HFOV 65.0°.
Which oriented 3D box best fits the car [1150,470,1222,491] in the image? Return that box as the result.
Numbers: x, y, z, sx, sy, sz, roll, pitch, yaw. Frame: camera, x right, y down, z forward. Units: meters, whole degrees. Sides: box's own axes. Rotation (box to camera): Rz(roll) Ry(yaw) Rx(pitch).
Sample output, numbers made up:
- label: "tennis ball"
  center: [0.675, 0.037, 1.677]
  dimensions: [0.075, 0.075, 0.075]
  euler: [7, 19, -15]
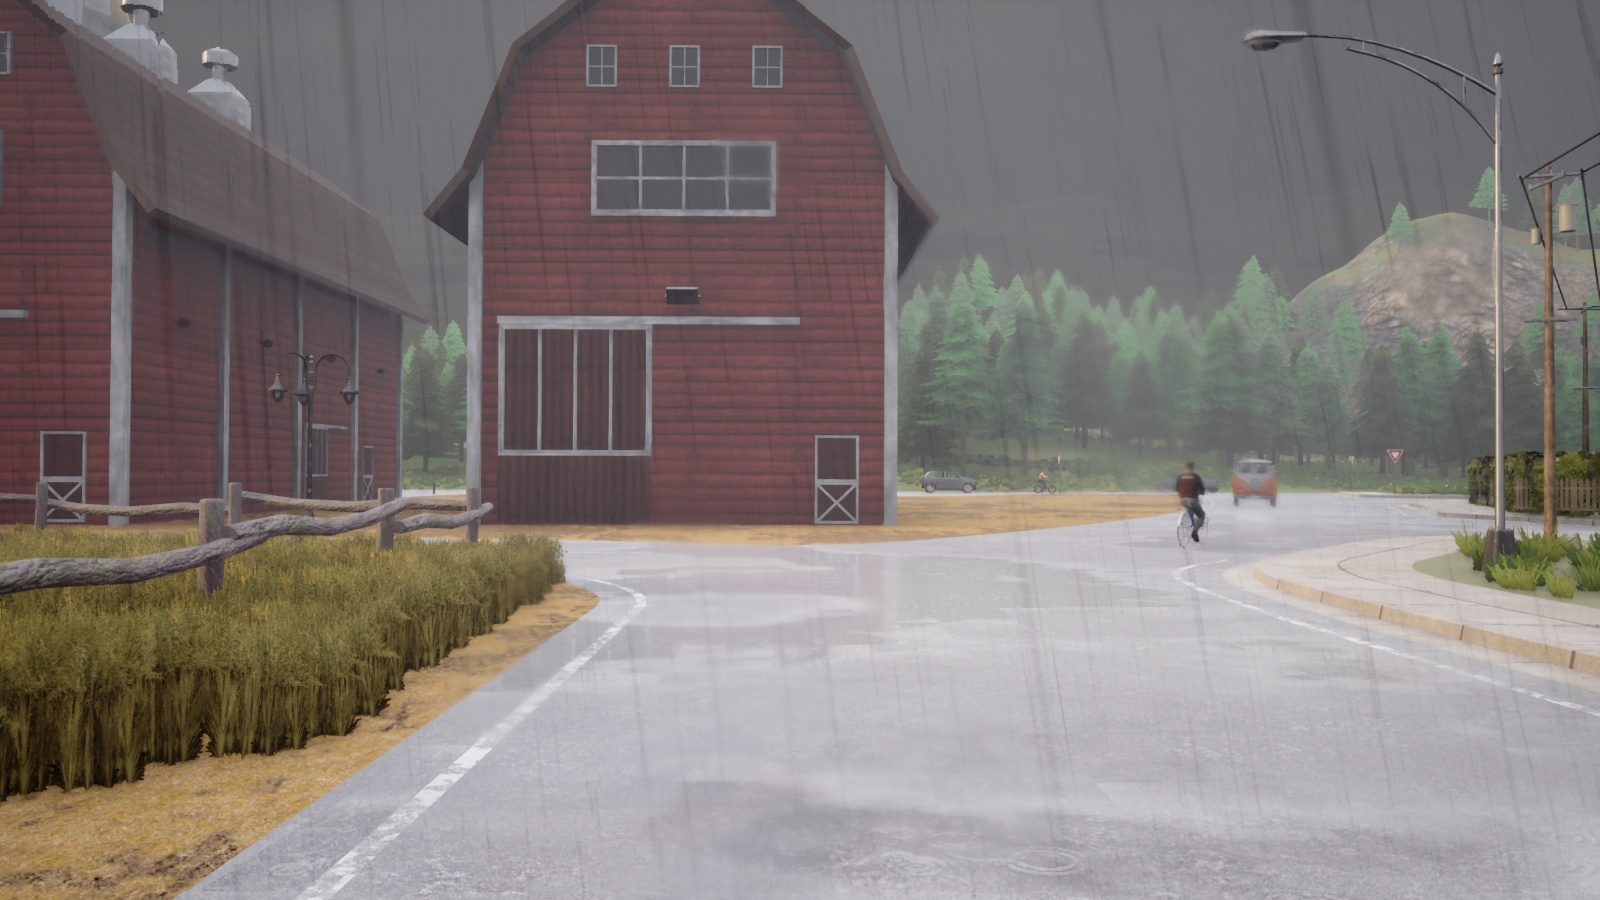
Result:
- label: "car"
  center: [26.301, 2.060, 85.604]
  dimensions: [4.181, 1.385, 1.994]
  euler: [-1, -2, 37]

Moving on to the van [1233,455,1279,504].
- label: "van"
  center: [19.481, 1.242, 53.762]
  dimensions: [1.775, 1.987, 4.442]
  euler: [-1, -1, 19]

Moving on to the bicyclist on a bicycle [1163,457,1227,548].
- label: "bicyclist on a bicycle"
  center: [8.015, 1.038, 25.434]
  dimensions: [0.659, 1.776, 1.843]
  euler: [-1, -1, 36]

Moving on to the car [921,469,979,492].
- label: "car"
  center: [9.905, 2.043, 83.245]
  dimensions: [3.633, 1.501, 1.845]
  euler: [0, -1, 0]
